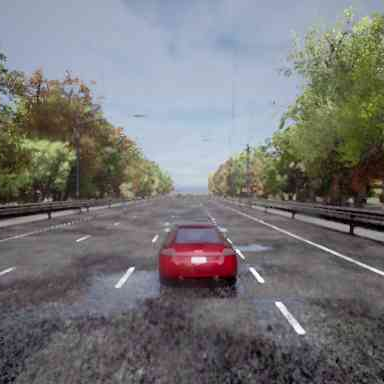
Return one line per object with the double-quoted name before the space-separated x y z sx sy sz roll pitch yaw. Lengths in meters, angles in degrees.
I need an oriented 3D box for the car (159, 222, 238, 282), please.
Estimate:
"car" 0.118 1.562 9.772 1.994 1.385 4.181 0 0 -1
